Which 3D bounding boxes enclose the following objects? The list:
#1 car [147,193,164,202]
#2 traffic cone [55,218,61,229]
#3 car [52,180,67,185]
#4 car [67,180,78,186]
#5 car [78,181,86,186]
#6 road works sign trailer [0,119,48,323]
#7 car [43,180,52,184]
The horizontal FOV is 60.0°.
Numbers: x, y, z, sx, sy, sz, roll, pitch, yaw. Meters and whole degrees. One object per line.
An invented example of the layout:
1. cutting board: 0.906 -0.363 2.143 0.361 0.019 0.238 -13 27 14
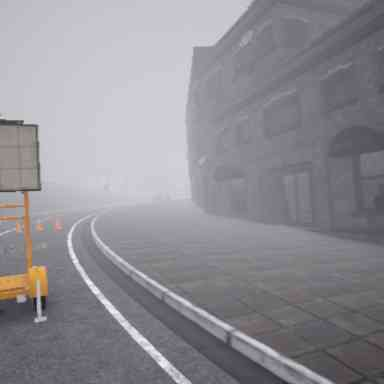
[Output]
1. car: -7.042 1.053 64.783 2.128 1.511 4.902 -5 -1 18
2. traffic cone: -7.598 1.779 18.870 0.340 0.580 0.340 -4 1 -23
3. car: -30.746 -1.865 73.810 2.231 1.521 4.892 -4 -2 10
4. car: -29.911 -1.839 79.385 2.185 1.767 4.553 -4 -2 8
5. car: -29.179 -1.784 84.948 2.435 2.045 5.566 -4 -2 7
6. road works sign trailer: -4.145 0.424 6.301 2.380 3.560 2.880 -3 2 -28
7. car: -31.674 -1.945 68.469 2.002 1.452 4.674 -4 -2 11
